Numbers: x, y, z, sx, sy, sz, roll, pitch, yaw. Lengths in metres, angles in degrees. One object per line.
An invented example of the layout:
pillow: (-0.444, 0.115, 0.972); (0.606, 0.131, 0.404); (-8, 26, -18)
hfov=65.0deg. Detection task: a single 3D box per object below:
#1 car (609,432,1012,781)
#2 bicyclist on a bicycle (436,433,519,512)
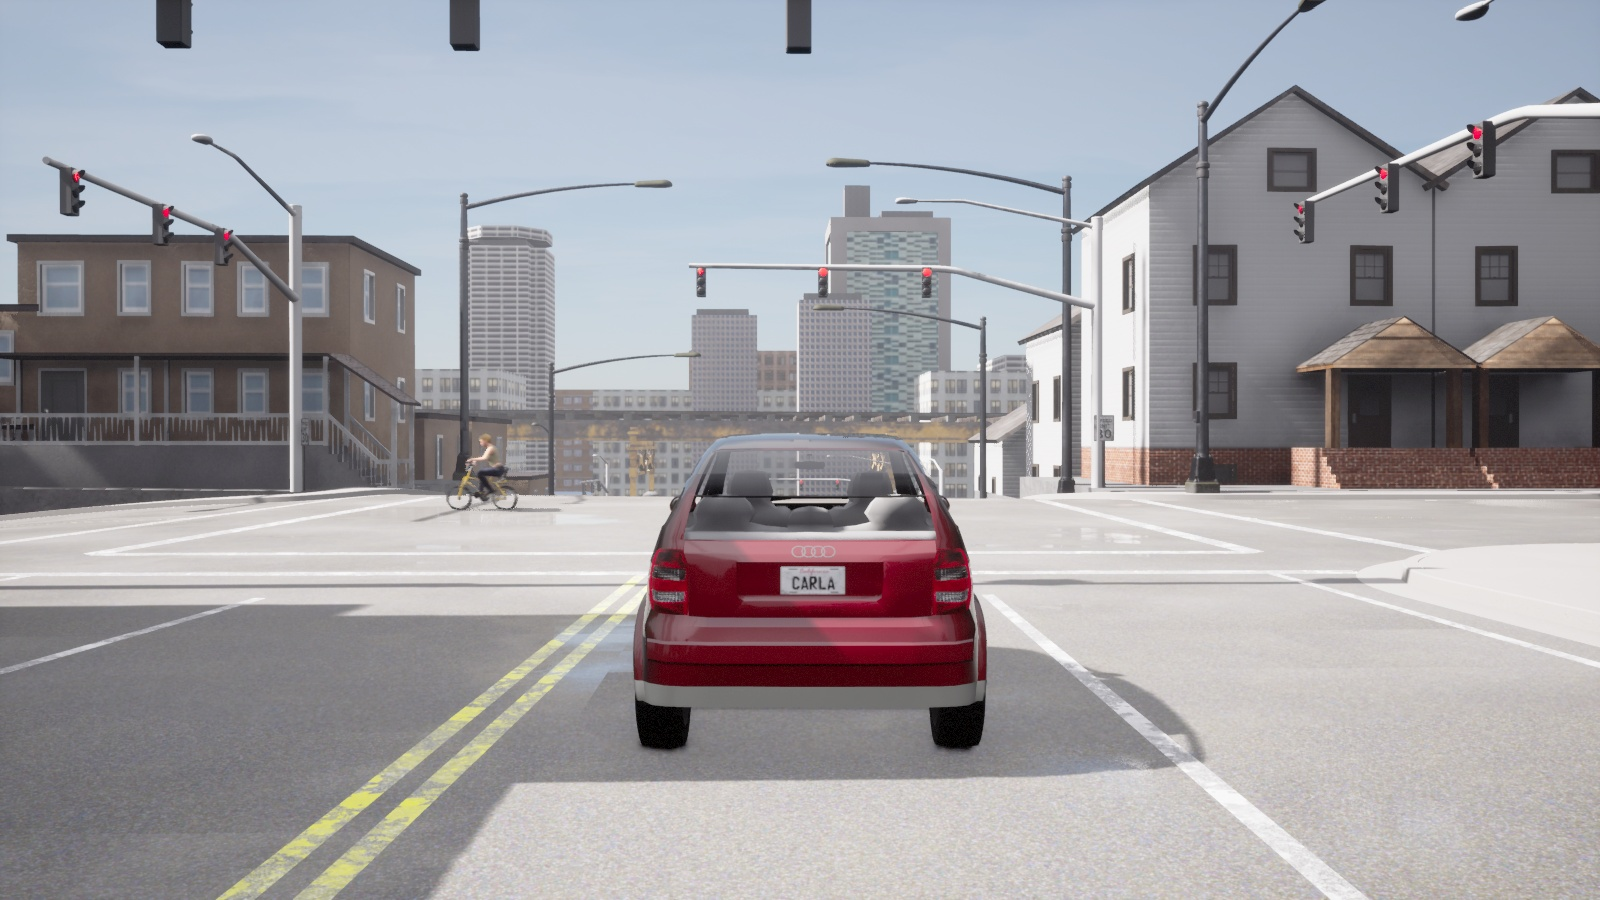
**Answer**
car: (0.056, 0.683, 7.431); (1.789, 1.549, 3.705); (0, 0, 0)
bicyclist on a bicycle: (-6.729, 0.460, 26.260); (1.509, 1.612, 0.866); (0, 1, 0)
